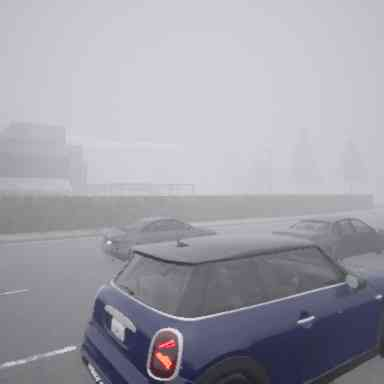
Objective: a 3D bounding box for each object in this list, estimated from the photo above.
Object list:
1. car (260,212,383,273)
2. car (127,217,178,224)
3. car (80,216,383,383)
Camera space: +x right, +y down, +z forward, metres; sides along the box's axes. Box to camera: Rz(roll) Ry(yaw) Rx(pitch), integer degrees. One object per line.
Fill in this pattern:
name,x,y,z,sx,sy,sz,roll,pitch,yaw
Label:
car,4.987,1.547,11.595,5.357,1.411,2.033,0,0,-35
car,-0.987,1.564,11.636,4.181,1.385,1.994,0,0,-35
car,1.007,1.352,4.462,4.553,1.767,2.097,0,0,-35
